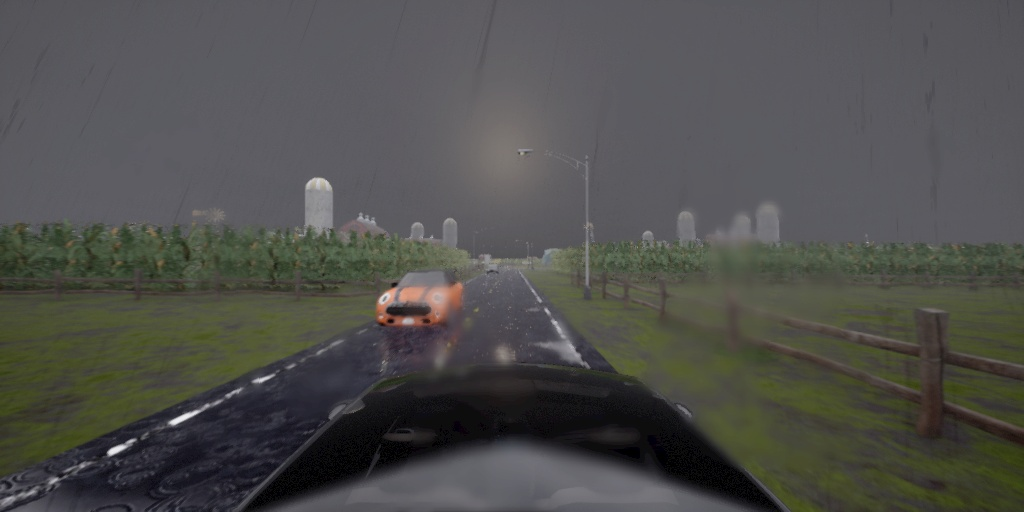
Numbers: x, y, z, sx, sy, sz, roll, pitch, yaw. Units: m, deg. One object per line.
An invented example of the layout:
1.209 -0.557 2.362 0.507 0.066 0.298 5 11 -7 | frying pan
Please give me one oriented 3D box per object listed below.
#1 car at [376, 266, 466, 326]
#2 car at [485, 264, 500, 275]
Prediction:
-2.849 1.231 12.114 2.097 1.767 4.553 0 -1 0 | car
-2.813 1.929 52.842 1.837 1.490 4.892 0 -1 0 | car
